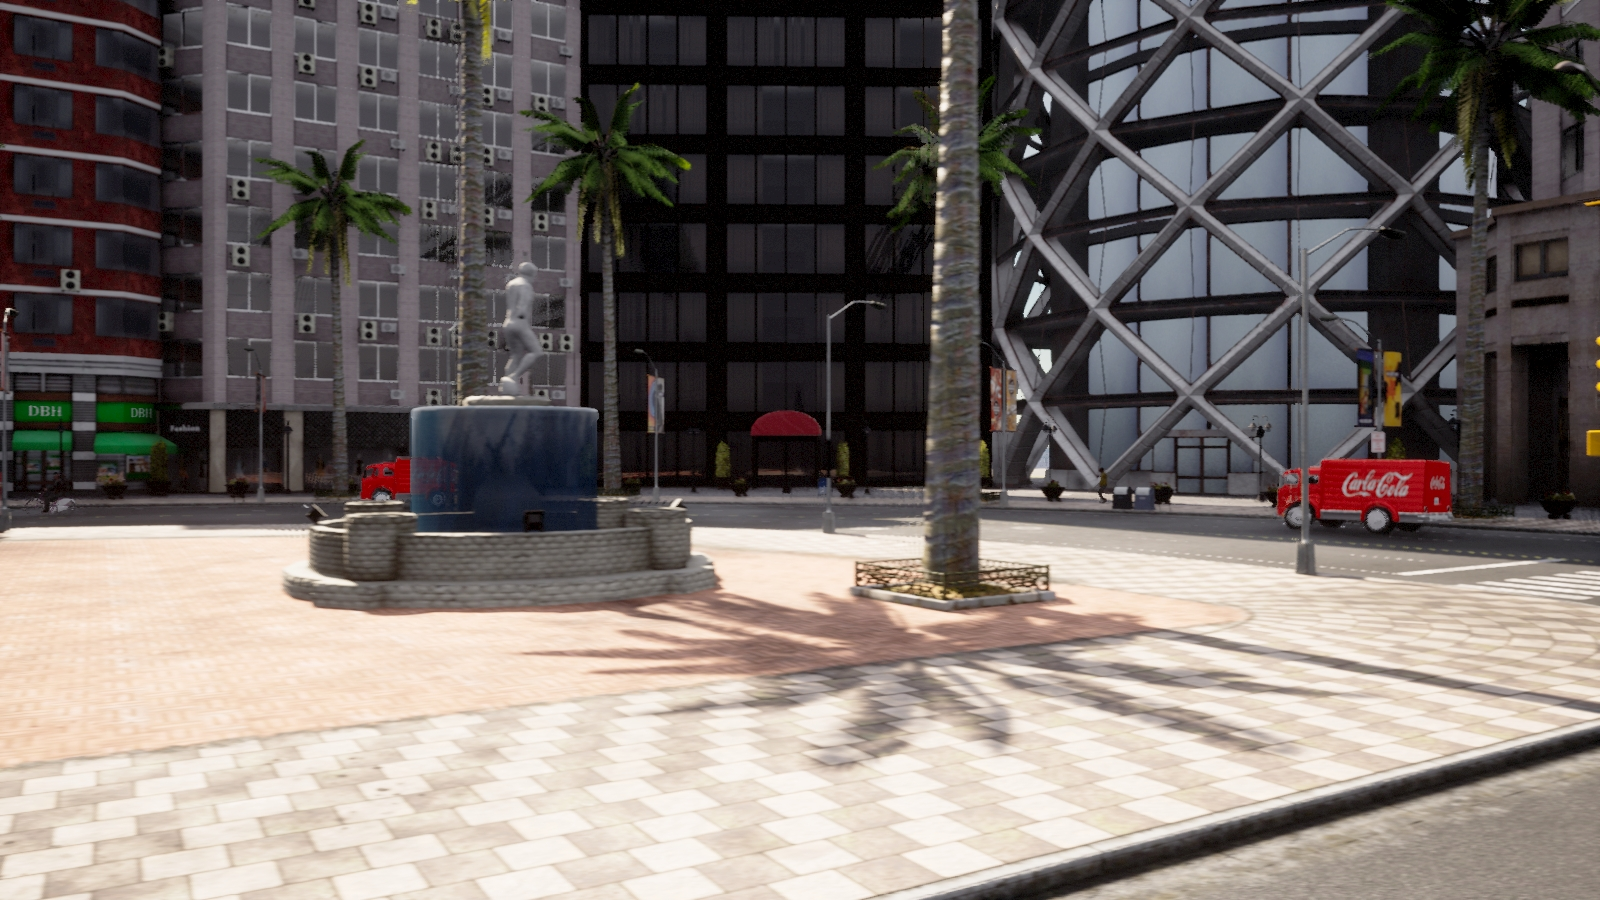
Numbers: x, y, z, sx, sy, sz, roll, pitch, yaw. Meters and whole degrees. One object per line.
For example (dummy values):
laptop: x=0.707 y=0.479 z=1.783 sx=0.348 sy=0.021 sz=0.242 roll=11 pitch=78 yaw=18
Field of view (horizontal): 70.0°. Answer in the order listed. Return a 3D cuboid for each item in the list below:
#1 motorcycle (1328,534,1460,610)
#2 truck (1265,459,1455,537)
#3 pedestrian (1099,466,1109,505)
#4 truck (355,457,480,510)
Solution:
motorcycle: x=10.909 y=2.214 z=21.049 sx=0.803 sy=1.145 sz=2.033 roll=0 pitch=0 yaw=-31
truck: x=19.080 y=1.565 z=39.105 sx=2.627 sy=2.467 sz=5.204 roll=2 pitch=-1 yaw=-40
pedestrian: x=14.676 y=1.697 z=55.187 sx=0.375 sy=1.860 sz=0.375 roll=0 pitch=0 yaw=34
truck: x=-18.364 y=1.568 z=55.033 sx=5.204 sy=2.467 sz=2.627 roll=0 pitch=0 yaw=-4
